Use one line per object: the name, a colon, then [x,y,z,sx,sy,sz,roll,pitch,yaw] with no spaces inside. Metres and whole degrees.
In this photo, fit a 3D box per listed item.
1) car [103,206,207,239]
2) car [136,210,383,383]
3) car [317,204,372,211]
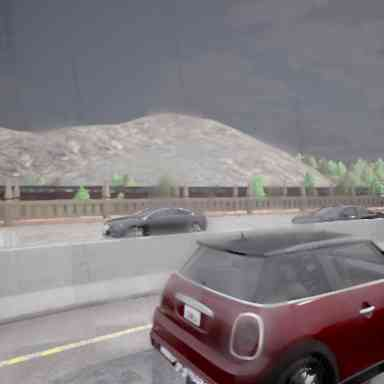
car: [-1.548,1.397,15.183,4.902,1.511,2.128,0,0,-30]
car: [1.791,1.317,4.683,4.553,1.767,2.097,0,0,-33]
car: [6.989,1.358,15.873,5.008,1.535,1.882,0,0,-26]
